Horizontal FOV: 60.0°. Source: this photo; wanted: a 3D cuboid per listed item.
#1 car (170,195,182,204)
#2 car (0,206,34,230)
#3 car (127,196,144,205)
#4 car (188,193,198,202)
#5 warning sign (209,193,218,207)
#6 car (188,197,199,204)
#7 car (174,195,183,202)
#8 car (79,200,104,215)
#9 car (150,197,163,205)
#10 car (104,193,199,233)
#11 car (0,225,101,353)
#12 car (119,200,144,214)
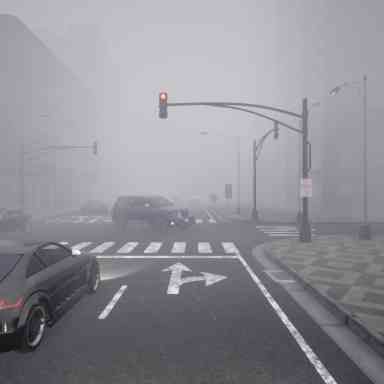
[{"bbox_3d":[-2.976,1.443,63.177,1.882,1.535,5.008,0,0,0],"label":"car"},{"bbox_3d":[-9.804,1.491,16.700,2.128,1.511,4.902,0,0,0],"label":"car"},{"bbox_3d":[-9.672,1.518,57.730,2.033,1.411,5.357,0,0,0],"label":"car"},{"bbox_3d":[0.209,1.182,73.798,2.150,2.045,5.566,0,0,0],"label":"car"},{"bbox_3d":[2.975,1.097,46.286,1.300,1.860,1.060,0,0,0],"label":"warning sign"},{"bbox_3d":[0.272,1.567,62.196,1.895,1.301,4.718,0,0,0],"label":"car"},{"bbox_3d":[-3.042,1.457,74.192,1.837,1.490,4.892,0,0,0],"label":"car"},{"bbox_3d":[-9.760,1.520,33.364,1.812,1.442,4.674,0,0,-1],"label":"car"},{"bbox_3d":[-6.401,1.569,60.577,1.895,1.301,4.718,0,0,1],"label":"car"},{"bbox_3d":[-2.529,1.221,20.169,5.566,2.045,2.150,0,2,37],"label":"car"},{"bbox_3d":[-3.133,1.564,6.139,1.994,1.385,4.181,0,0,0],"label":"car"},{"bbox_3d":[-6.500,1.592,36.392,1.895,1.301,4.718,0,0,0],"label":"car"}]
